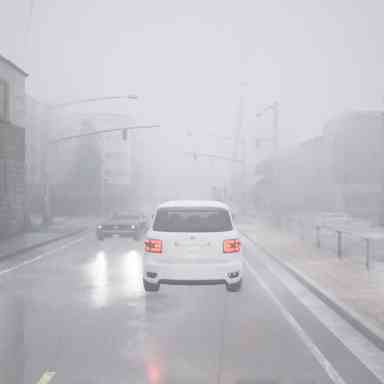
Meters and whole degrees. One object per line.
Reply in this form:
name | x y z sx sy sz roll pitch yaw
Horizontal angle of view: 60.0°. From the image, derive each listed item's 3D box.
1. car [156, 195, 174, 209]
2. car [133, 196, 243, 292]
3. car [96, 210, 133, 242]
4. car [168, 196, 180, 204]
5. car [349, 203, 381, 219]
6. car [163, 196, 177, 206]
car | -3.703 1.352 46.586 2.097 1.767 4.553 0 0 0
car | 0.033 1.221 9.074 2.150 2.045 5.566 0 0 1
car | -3.316 1.600 16.640 1.895 1.301 4.718 0 0 -1
car | -3.666 1.547 67.605 2.033 1.411 5.357 0 0 0
car | 16.648 1.740 30.262 4.181 1.385 1.994 0 0 0
car | -3.711 1.491 56.967 2.128 1.511 4.902 0 0 0
